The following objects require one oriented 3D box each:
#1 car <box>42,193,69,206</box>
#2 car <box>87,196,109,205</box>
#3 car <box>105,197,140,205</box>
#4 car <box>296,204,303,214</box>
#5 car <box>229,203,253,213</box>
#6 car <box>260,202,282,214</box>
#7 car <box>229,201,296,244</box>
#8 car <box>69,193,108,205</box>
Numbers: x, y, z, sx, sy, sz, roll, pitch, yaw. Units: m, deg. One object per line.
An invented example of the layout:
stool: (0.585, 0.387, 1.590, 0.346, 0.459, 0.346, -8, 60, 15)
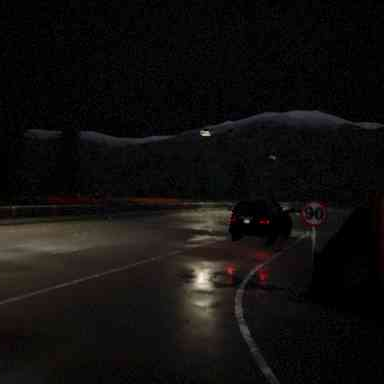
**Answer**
car: (-17.681, 1.144, 45.689, 2.150, 2.045, 5.566, 1, -1, 27)
car: (-10.964, 1.608, 43.500, 1.837, 1.490, 4.892, 1, -1, 27)
car: (-8.187, 1.690, 41.229, 1.812, 1.442, 4.674, 1, -1, 27)
car: (15.307, 2.504, 48.430, 1.994, 1.385, 4.181, 1, -1, 29)
car: (7.109, 2.290, 47.991, 1.895, 1.301, 4.718, 1, -1, 28)
car: (11.642, 2.313, 49.023, 1.882, 1.535, 5.008, 1, 0, 28)
car: (3.819, 1.525, 17.964, 2.150, 2.045, 5.566, 1, -1, 28)
car: (-13.645, 1.267, 45.944, 2.150, 2.045, 5.566, 1, -1, 27)
